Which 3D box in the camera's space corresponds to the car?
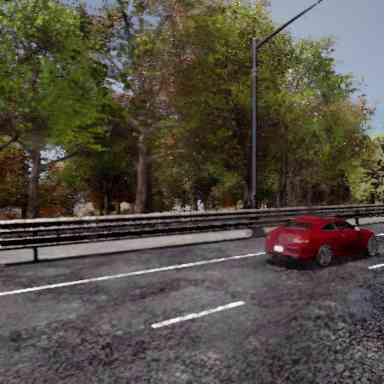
[{"bbox_3d":[4.455,1.529,11.289,4.674,1.442,1.812,0,0,-36],"label":"car"}]
